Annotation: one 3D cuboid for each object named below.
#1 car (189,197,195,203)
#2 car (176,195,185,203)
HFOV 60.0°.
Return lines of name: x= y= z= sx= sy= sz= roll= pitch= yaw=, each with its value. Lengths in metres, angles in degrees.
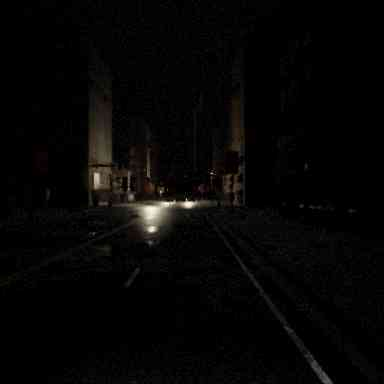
car: x=-0.006 y=2.246 z=93.341 sx=1.837 sy=1.490 sz=4.892 roll=0 pitch=-1 yaw=0
car: x=-3.257 y=1.972 z=93.372 sx=2.150 sy=2.045 sz=5.566 roll=0 pitch=-1 yaw=0
